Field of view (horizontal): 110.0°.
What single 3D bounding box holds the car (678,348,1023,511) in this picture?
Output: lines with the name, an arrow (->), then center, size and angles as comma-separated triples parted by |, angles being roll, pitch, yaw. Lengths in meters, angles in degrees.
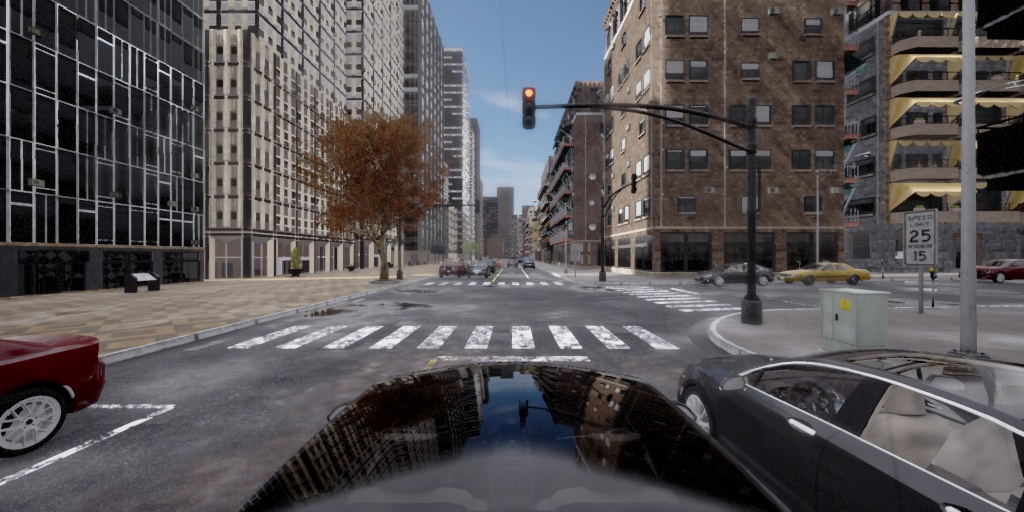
car -> 2.689, 1.300, 2.319 | 2.007, 1.370, 4.403 | 0, 0, 0

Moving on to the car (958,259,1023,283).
car -> 30.139, 0.859, 21.901 | 4.507, 1.381, 1.888 | 0, 0, -1

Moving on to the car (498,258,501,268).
car -> -3.086, 1.380, 53.088 | 1.895, 1.301, 4.718 | 0, 0, 0

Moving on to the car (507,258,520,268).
car -> 0.111, 1.284, 64.089 | 2.128, 1.511, 4.902 | 0, 0, 0

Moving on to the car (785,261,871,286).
car -> 18.834, 0.993, 21.788 | 4.829, 1.417, 1.751 | 0, 0, -1

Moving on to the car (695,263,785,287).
car -> 13.437, 1.095, 21.734 | 4.403, 1.370, 2.007 | 0, 0, -1

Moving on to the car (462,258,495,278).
car -> -3.096, 1.255, 34.198 | 2.128, 1.511, 4.902 | 0, 0, 0

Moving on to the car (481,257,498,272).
car -> -3.092, 1.123, 43.370 | 2.097, 1.767, 4.553 | 0, 0, 0

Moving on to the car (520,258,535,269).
car -> 2.698, 1.349, 56.798 | 1.948, 1.339, 4.313 | 0, 0, 0

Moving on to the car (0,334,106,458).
car -> -5.692, 1.295, 2.321 | 1.888, 1.381, 4.507 | 0, 0, 0

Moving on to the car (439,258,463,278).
car -> -5.687, 1.079, 34.708 | 2.192, 1.841, 5.009 | 0, 0, 0

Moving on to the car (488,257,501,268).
car -> -3.039, 1.143, 63.105 | 2.097, 1.767, 4.553 | 0, 0, 1
